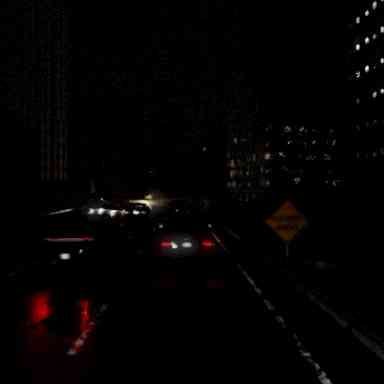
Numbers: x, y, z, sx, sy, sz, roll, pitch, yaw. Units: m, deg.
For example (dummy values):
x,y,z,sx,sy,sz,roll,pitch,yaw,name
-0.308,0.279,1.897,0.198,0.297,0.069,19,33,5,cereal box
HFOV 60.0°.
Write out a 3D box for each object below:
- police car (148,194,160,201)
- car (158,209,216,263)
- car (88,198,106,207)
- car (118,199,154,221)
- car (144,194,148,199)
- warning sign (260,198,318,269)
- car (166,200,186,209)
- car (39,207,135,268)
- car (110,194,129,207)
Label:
x,y,z,sx,sy,sz,roll,pitch,yaw,name
-9.275,1.453,84.815,1.930,1.638,5.238,0,0,-13,police car
-0.223,1.552,11.951,2.033,1.411,5.357,0,0,-2,car
-13.110,1.581,46.177,1.994,1.385,4.181,0,0,-7,car
-4.354,1.558,26.918,2.033,1.411,5.357,0,0,-4,car
-11.791,1.491,94.740,1.801,1.575,5.366,0,0,-15,car
2.685,1.118,9.376,1.300,1.860,1.060,0,0,-2,warning sign
-1.606,1.535,32.946,1.812,1.442,4.674,0,0,-5,car
-3.459,1.499,11.297,2.128,1.511,4.902,0,0,-2,car
-9.604,1.237,44.510,2.150,2.045,5.566,0,0,-7,car
